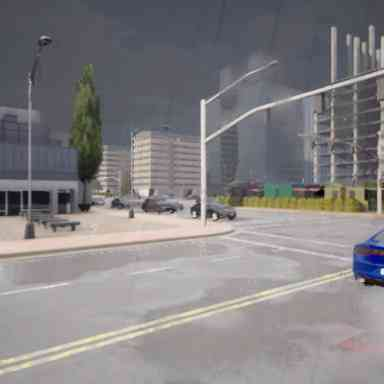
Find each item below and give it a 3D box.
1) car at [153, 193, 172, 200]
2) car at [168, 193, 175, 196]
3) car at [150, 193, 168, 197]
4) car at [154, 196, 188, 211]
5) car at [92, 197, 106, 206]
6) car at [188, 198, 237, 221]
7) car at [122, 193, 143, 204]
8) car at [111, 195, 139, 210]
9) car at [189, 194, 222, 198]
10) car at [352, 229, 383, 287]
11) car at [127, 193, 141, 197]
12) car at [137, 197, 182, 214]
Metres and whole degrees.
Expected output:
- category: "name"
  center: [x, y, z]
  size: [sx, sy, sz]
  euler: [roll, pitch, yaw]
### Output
- category: "car"
  center: [-7.695, 1.205, 87.227]
  size: [4.605, 1.855, 1.932]
  euler: [0, 0, -35]
- category: "car"
  center: [-6.087, 1.207, 84.820]
  size: [3.866, 1.878, 1.905]
  euler: [0, 0, -35]
- category: "car"
  center: [-6.817, 1.387, 60.119]
  size: [2.097, 1.767, 4.553]
  euler: [0, 0, -33]
- category: "car"
  center: [-2.784, 1.550, 40.897]
  size: [1.812, 1.442, 4.674]
  euler: [0, 0, -33]
- category: "car"
  center: [-15.531, 1.519, 53.992]
  size: [2.128, 1.511, 4.902]
  euler: [0, 0, -33]
- category: "car"
  center: [1.729, 1.522, 27.656]
  size: [1.837, 1.490, 4.892]
  euler: [0, 0, -33]
- category: "car"
  center: [-12.297, 1.263, 68.287]
  size: [2.150, 2.045, 5.566]
  euler: [0, 0, -33]
- category: "car"
  center: [-9.305, 1.530, 44.443]
  size: [1.837, 1.490, 4.892]
  euler: [0, 0, -33]
- category: "car"
  center: [2.032, 1.373, 33.569]
  size: [2.097, 1.767, 4.553]
  euler: [0, 0, -33]
- category: "car"
  center: [5.920, 1.484, 8.268]
  size: [5.008, 1.535, 1.882]
  euler: [0, 0, -38]
- category: "car"
  center: [-9.216, 1.381, 50.698]
  size: [2.097, 1.767, 4.553]
  euler: [0, 0, -33]
- category: "car"
  center: [-3.627, 1.569, 35.790]
  size: [2.033, 1.411, 5.357]
  euler: [0, 0, -34]
